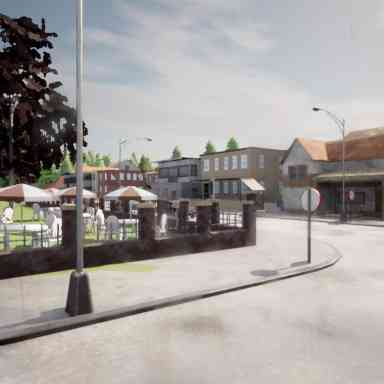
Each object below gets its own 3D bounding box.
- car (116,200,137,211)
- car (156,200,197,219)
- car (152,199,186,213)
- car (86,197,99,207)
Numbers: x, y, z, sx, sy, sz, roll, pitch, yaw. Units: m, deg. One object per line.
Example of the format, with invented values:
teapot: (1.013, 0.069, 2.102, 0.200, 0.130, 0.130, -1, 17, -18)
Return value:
car: (-7.237, 1.526, 37.758, 1.812, 1.442, 4.674, 0, 0, -35)
car: (-1.447, 1.505, 29.621, 1.837, 1.490, 4.892, 0, 0, -35)
car: (-2.753, 1.564, 38.674, 1.994, 1.385, 4.181, 0, 0, -35)
car: (-13.997, 1.478, 47.334, 1.882, 1.535, 5.008, 0, 0, -35)
